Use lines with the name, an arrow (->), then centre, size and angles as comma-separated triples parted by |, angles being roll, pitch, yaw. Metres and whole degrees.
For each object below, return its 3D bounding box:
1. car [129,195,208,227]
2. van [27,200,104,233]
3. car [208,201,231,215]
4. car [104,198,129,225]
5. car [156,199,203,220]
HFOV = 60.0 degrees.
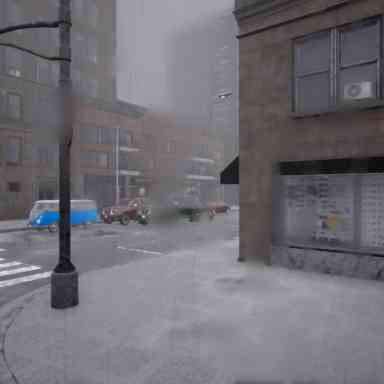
car -> -1.475, 1.245, 23.498 | 2.150, 2.045, 5.566 | 0, 0, 36
van -> -7.569, 1.358, 19.785 | 1.690, 1.788, 3.998 | 0, 0, 36
car -> 2.275, 1.575, 33.384 | 1.887, 1.381, 4.507 | 0, 0, 36
car -> -4.287, 1.336, 24.318 | 2.192, 1.841, 5.009 | 0, 0, 36
car -> -1.006, 1.466, 28.851 | 1.967, 1.590, 4.097 | 0, 0, 36
